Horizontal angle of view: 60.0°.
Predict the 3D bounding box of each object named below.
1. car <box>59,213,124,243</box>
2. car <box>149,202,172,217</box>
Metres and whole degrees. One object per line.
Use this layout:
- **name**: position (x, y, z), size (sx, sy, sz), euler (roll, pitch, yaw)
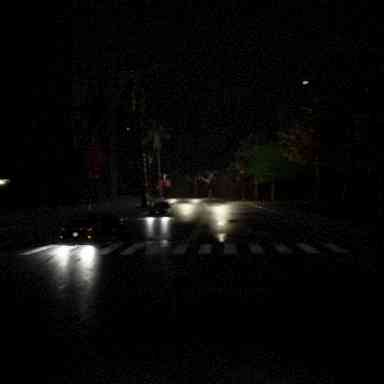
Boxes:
- **car**: position (-5.154, 1.809, 17.562), size (1.994, 1.385, 4.181), euler (-1, 0, 10)
- **car**: position (-3.338, 1.838, 35.901), size (1.837, 1.490, 4.892), euler (-1, -1, 5)
